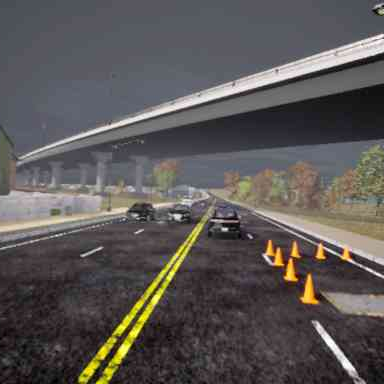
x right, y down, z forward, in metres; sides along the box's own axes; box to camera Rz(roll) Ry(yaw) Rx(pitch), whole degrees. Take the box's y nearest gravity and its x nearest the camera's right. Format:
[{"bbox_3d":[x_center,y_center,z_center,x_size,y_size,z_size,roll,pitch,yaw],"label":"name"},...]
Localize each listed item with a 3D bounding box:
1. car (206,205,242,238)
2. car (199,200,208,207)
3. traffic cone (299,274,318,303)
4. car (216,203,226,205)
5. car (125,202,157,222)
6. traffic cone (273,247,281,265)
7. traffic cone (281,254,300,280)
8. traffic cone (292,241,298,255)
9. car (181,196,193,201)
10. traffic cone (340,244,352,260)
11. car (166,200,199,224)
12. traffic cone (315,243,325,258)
[{"bbox_3d":[1.939,1.792,19.990,2.128,1.511,4.902,2,-1,5],"label":"car"},{"bbox_3d":[2.324,2.346,67.736,1.812,1.442,4.674,2,-1,4],"label":"car"},{"bbox_3d":[2.646,2.151,7.511,0.340,0.580,0.340,2,-1,5],"label":"traffic cone"},{"bbox_3d":[4.062,2.230,46.395,2.033,1.411,5.357,2,-1,4],"label":"car"},{"bbox_3d":[-4.148,1.629,27.573,1.837,1.490,4.892,2,-1,5],"label":"car"},{"bbox_3d":[2.988,2.208,11.496,0.340,0.580,0.340,2,-1,5],"label":"traffic cone"},{"bbox_3d":[2.817,2.180,9.503,0.340,0.580,0.340,2,-1,5],"label":"traffic cone"},{"bbox_3d":[4.155,2.279,13.402,0.340,0.580,0.340,2,-1,5],"label":"traffic cone"},{"bbox_3d":[-0.904,1.910,67.954,2.150,2.045,5.566,2,-1,4],"label":"car"},{"bbox_3d":[6.144,2.363,13.230,0.340,0.580,0.340,2,-1,5],"label":"traffic cone"},{"bbox_3d":[-0.889,1.754,27.569,2.128,1.511,4.902,2,-1,5],"label":"car"},{"bbox_3d":[5.149,2.321,13.316,0.340,0.580,0.340,2,-1,5],"label":"traffic cone"}]
